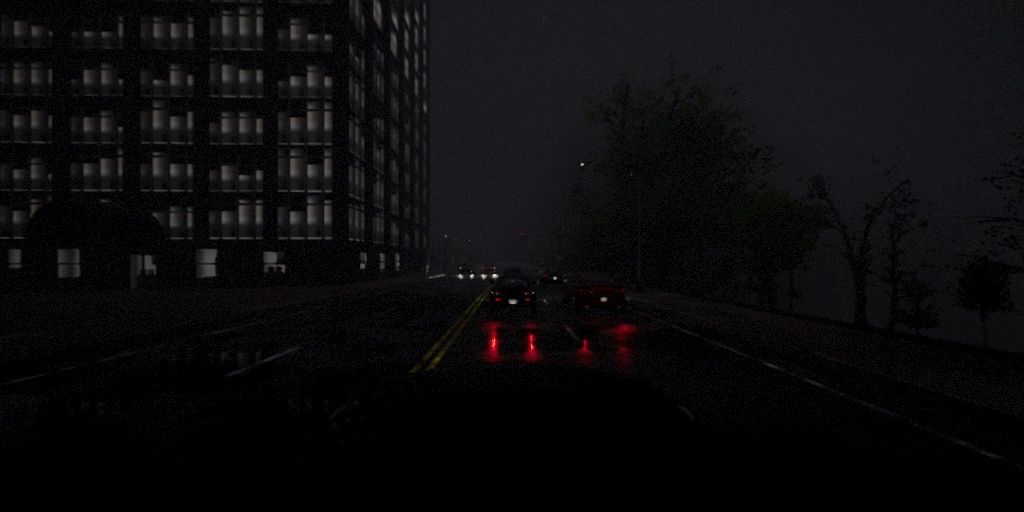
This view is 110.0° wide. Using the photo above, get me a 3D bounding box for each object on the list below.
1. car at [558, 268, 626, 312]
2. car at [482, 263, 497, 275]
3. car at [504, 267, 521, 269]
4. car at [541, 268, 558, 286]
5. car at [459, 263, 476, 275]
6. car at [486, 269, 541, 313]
[{"bbox_3d":[3.305,1.409,15.283,1.882,1.535,5.008,0,0,1],"label":"car"},{"bbox_3d":[-3.296,1.790,52.952,2.097,1.767,4.553,0,-1,1],"label":"car"},{"bbox_3d":[0.044,1.624,29.151,1.837,1.490,4.892,0,0,0],"label":"car"},{"bbox_3d":[3.296,1.684,29.251,1.994,1.385,4.181,0,-1,0],"label":"car"},{"bbox_3d":[-6.547,1.790,52.956,2.097,1.767,4.553,0,-1,0],"label":"car"},{"bbox_3d":[0.049,1.451,14.818,1.812,1.442,4.674,0,-1,0],"label":"car"}]
